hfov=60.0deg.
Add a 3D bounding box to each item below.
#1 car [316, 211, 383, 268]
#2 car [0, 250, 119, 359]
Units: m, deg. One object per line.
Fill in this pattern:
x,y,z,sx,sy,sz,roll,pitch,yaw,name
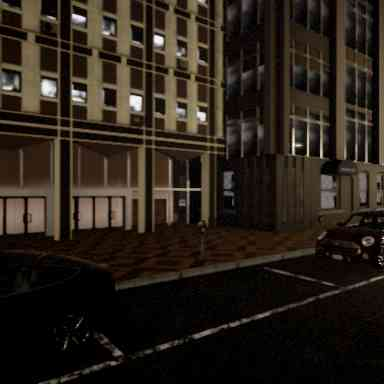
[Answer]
5.910,1.381,10.942,4.097,1.590,1.967,0,1,-35,car
-3.145,1.566,4.487,4.313,1.339,1.947,0,1,-35,car
